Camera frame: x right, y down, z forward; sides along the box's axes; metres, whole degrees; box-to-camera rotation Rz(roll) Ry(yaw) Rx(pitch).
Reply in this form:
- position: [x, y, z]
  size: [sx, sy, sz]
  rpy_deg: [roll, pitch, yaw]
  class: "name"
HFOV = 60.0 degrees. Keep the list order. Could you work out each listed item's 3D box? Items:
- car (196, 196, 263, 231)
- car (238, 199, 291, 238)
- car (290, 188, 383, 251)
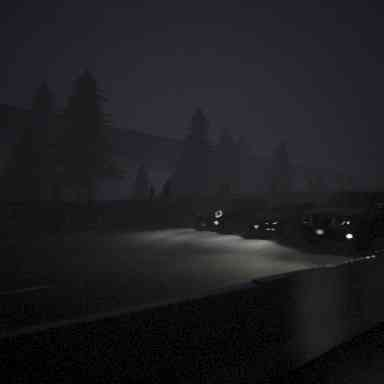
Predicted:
- position: [2.417, 1.057, 18.611]
  size: [4.553, 1.767, 2.097]
  rpy_deg: [-2, 1, -35]
  class: "car"
- position: [4.784, 1.195, 16.000]
  size: [4.892, 1.490, 1.837]
  rpy_deg: [-3, 1, -35]
  class: "car"
- position: [6.618, 0.919, 13.009]
  size: [5.566, 2.045, 2.150]
  rpy_deg: [-2, 1, -35]
  class: "car"
